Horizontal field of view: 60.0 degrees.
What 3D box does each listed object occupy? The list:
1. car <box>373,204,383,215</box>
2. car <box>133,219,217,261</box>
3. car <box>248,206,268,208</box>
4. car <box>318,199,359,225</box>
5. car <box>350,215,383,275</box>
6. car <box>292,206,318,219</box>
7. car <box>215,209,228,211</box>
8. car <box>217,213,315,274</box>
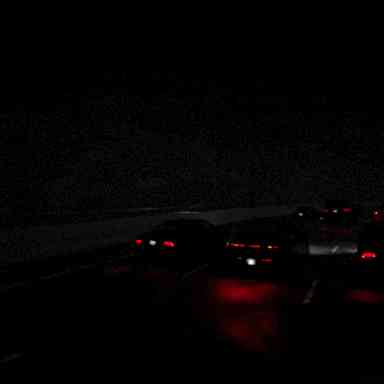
[{"bbox_3d":[15.988,1.716,26.954,2.097,1.767,4.553,-1,-1,33],"label":"car"},{"bbox_3d":[-0.136,1.784,13.379,2.033,1.411,5.357,-1,-1,28],"label":"car"},{"bbox_3d":[10.714,2.357,49.874,1.994,1.385,4.181,-1,-1,38],"label":"car"},{"bbox_3d":[12.824,1.636,28.566,2.150,2.045,5.566,-1,-1,33],"label":"car"},{"bbox_3d":[6.201,1.692,10.393,2.033,1.411,5.357,-1,-1,28],"label":"car"},{"bbox_3d":[11.169,2.053,32.346,1.994,1.385,4.181,-1,-1,34],"label":"car"},{"bbox_3d":[4.421,2.393,53.182,1.837,1.490,4.892,-1,-1,38],"label":"car"},{"bbox_3d":[2.771,1.690,11.374,1.837,1.490,4.892,-1,-1,28],"label":"car"}]
